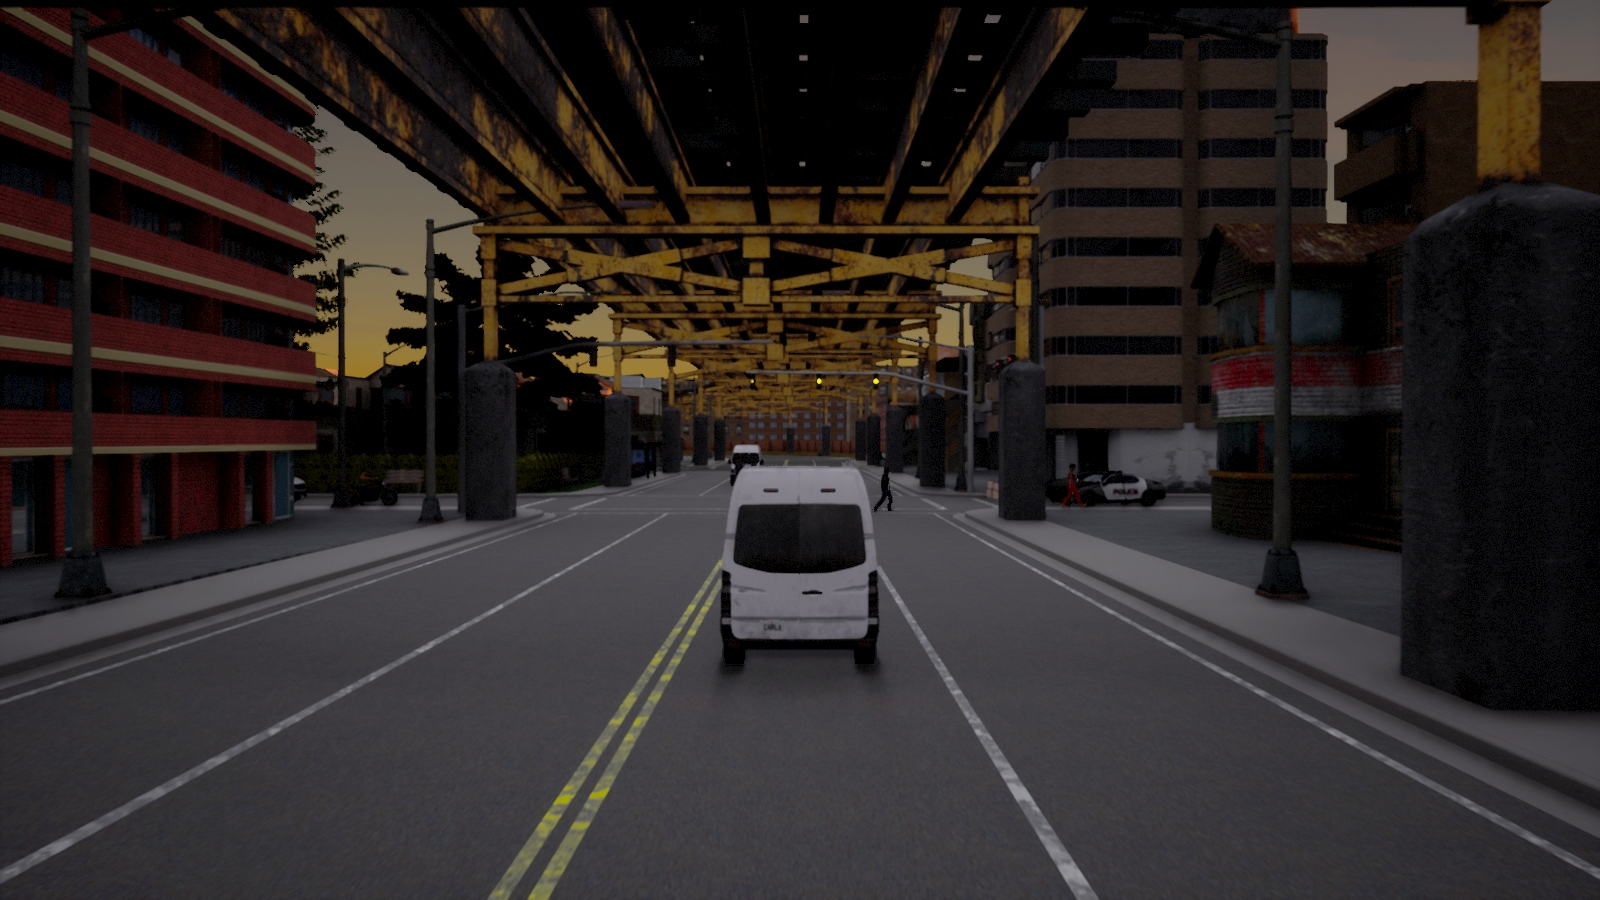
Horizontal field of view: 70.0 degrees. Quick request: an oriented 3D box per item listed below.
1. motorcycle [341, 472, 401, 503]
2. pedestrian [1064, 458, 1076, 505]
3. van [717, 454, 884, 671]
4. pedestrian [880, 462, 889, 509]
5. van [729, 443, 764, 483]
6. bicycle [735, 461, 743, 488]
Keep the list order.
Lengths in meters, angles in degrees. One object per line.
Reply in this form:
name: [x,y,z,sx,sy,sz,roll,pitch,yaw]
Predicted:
motorcycle: [-18.814,1.657,50.146,2.356,1.332,0.764,0,1,0]
pedestrian: [10.737,1.257,45.511,0.375,1.860,0.375,0,1,-1]
van: [0.008,1.347,16.544,1.988,2.561,5.915,0,0,0]
pedestrian: [3.361,1.408,45.438,0.375,1.860,0.375,0,1,6]
van: [-3.493,0.813,75.312,1.988,2.561,5.915,0,1,0]
bicycle: [-3.492,1.418,65.523,0.329,1.496,1.835,0,0,1]
